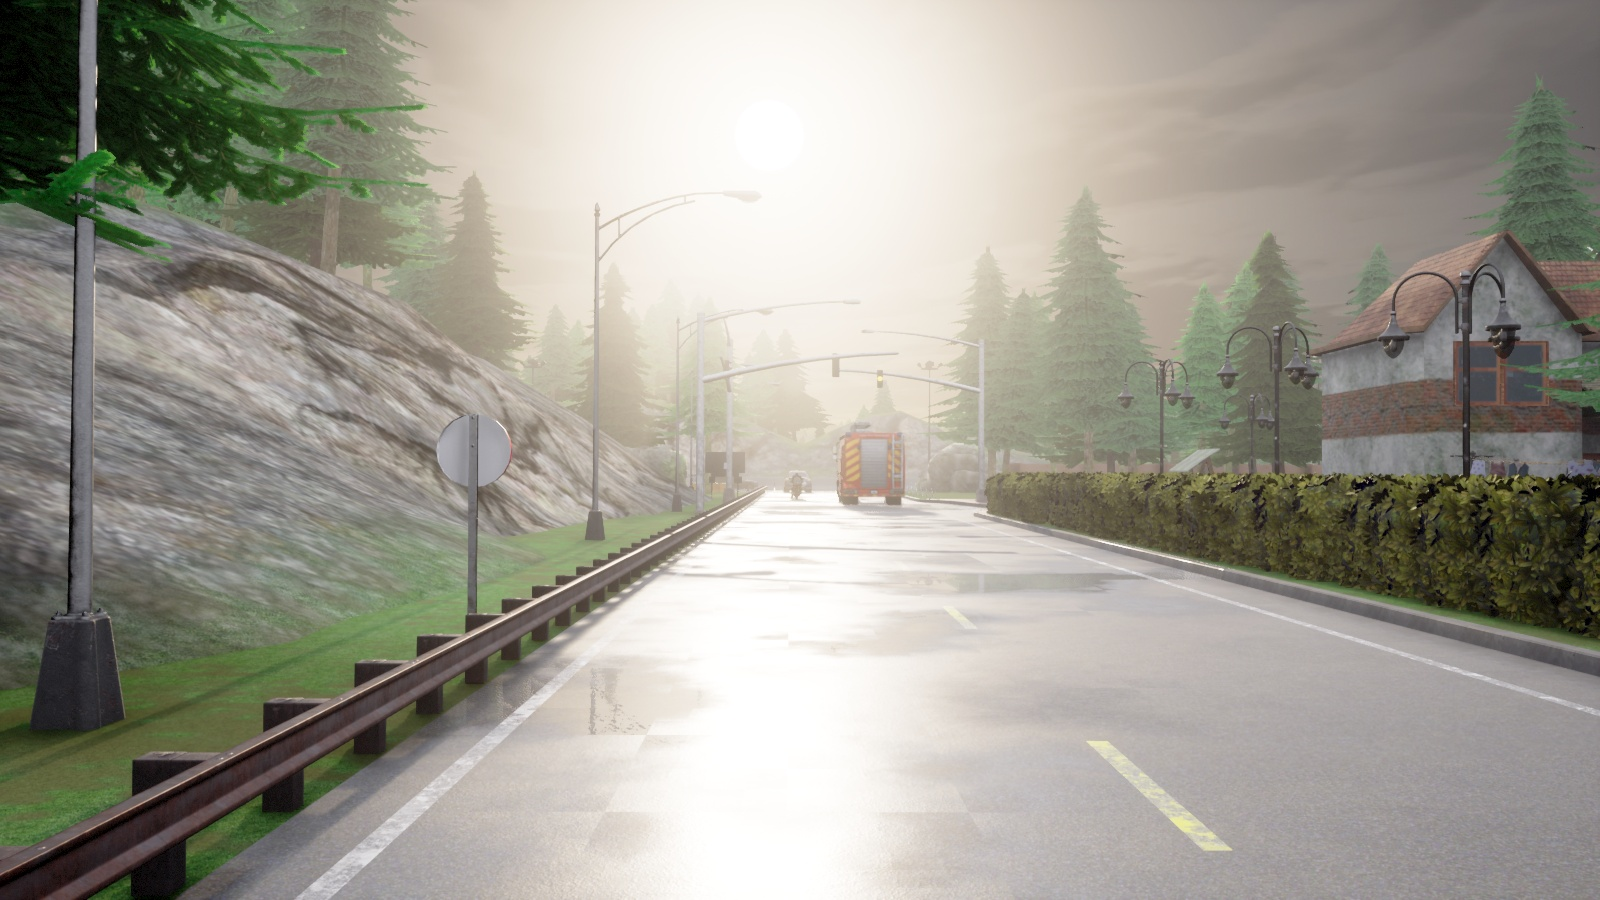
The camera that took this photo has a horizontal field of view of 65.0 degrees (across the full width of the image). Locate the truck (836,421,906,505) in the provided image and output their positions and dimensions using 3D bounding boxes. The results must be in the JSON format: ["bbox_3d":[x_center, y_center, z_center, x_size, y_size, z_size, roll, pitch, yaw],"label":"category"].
[{"bbox_3d":[3.354,0.667,61.649,2.891,3.827,8.468,0,-1,0],"label":"truck"}]

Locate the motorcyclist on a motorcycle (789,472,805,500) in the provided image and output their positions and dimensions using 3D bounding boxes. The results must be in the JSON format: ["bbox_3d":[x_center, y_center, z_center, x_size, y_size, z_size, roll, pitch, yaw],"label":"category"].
[{"bbox_3d":[-0.166,2.027,70.237,0.866,1.530,2.191,0,-1,0],"label":"motorcyclist on a motorcycle"}]

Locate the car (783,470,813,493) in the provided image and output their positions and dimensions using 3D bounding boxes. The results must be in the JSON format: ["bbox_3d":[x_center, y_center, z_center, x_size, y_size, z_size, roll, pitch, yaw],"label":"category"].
[{"bbox_3d":[-0.165,2.275,90.936,2.033,1.649,4.856,0,-1,-2],"label":"car"}]
